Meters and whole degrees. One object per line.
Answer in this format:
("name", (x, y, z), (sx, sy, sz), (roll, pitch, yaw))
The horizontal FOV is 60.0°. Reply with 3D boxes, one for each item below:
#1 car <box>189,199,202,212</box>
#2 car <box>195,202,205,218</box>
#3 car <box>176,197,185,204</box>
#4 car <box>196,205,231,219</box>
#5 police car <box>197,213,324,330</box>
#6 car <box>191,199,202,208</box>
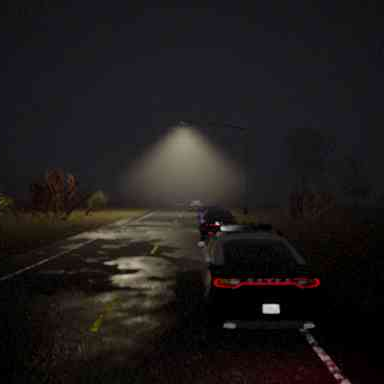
("car", (0.619, 1.874, 44.772), (2.128, 1.511, 4.902), (0, 0, 1))
("car", (1.366, 1.685, 23.246), (1.882, 1.535, 5.008), (0, 0, 1))
("car", (-2.896, 2.138, 82.071), (1.837, 1.490, 4.892), (0, 0, -1))
("car", (1.290, 1.662, 17.245), (1.837, 1.490, 4.892), (0, -1, 1))
("police car", (1.165, 1.492, 7.356), (1.930, 1.638, 5.238), (0, -1, 1))
("car", (0.746, 2.003, 58.094), (1.812, 1.442, 4.674), (0, 0, 0))
